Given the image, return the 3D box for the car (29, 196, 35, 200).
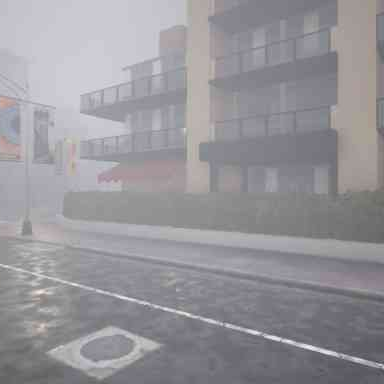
[{"bbox_3d":[-36.054,1.481,72.144,4.892,1.521,2.231,0,0,36],"label":"car"}]
